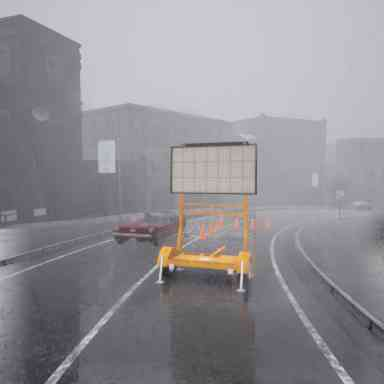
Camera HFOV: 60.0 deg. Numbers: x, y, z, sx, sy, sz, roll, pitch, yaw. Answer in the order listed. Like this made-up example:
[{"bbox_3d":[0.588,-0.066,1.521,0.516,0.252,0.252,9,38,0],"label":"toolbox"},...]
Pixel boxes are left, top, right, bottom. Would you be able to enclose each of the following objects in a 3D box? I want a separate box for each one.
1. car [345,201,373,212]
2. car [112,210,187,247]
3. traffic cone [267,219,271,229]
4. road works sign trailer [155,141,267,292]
[{"bbox_3d":[24.315,2.029,48.241,4.674,1.442,1.812,2,3,-27],"label":"car"},{"bbox_3d":[-1.731,1.535,14.957,1.895,1.301,4.718,1,0,15],"label":"car"},{"bbox_3d":[4.833,2.015,21.040,0.340,0.580,0.340,2,0,14],"label":"traffic cone"},{"bbox_3d":[0.607,0.457,9.147,2.380,3.560,2.880,1,0,18],"label":"road works sign trailer"}]
